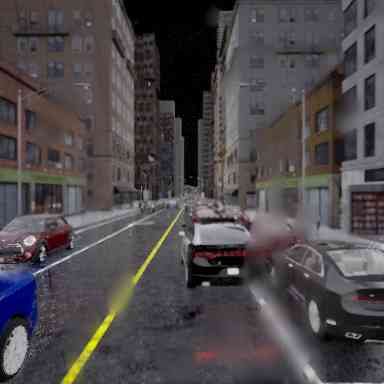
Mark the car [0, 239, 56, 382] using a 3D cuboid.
[{"bbox_3d":[-3.102,1.506,2.674,1.882,1.535,5.008,0,-1,0],"label":"car"}]

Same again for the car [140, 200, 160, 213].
[{"bbox_3d":[-5.818,1.923,45.084,1.967,1.590,4.097,-1,-1,0],"label":"car"}]

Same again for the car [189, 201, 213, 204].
[{"bbox_3d":[0.875,1.749,25.659,1.882,1.535,5.008,0,-1,0],"label":"car"}]

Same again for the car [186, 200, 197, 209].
[{"bbox_3d":[-0.059,2.156,60.228,1.837,1.490,4.892,0,-1,0],"label":"car"}]

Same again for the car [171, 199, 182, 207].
[{"bbox_3d":[-3.064,2.119,65.657,1.994,1.385,4.181,0,-1,0],"label":"car"}]

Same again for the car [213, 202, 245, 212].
[{"bbox_3d":[2.729,1.684,23.074,1.967,1.590,4.097,-1,-1,0],"label":"car"}]

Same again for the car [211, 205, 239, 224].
[{"bbox_3d":[2.725,1.848,28.578,1.887,1.381,4.507,-1,-1,0],"label":"car"}]

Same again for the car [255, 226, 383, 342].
[{"bbox_3d":[2.747,1.620,6.558,2.008,1.369,4.403,-1,-1,0],"label":"car"}]

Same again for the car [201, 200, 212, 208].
[{"bbox_3d":[2.692,2.212,61.607,1.887,1.381,4.507,-1,-1,0],"label":"car"}]

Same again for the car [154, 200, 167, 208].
[{"bbox_3d":[-5.833,2.212,61.598,1.887,1.381,4.507,-1,-1,0],"label":"car"}]

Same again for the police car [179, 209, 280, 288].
[{"bbox_3d":[0.675,1.526,9.709,1.930,1.638,5.238,0,-1,-5],"label":"police car"}]

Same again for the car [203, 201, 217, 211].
[{"bbox_3d":[2.703,2.089,50.596,1.887,1.381,4.507,-1,-1,0],"label":"car"}]

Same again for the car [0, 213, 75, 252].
[{"bbox_3d":[-5.785,1.567,12.056,1.967,1.590,4.097,-1,-1,0],"label":"car"}]

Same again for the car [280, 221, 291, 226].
[{"bbox_3d":[2.741,1.672,12.063,1.887,1.381,4.507,-1,-1,0],"label":"car"}]

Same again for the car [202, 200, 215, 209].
[{"bbox_3d":[2.697,2.150,56.102,1.887,1.381,4.507,-1,-1,0],"label":"car"}]

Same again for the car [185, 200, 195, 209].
[{"bbox_3d":[-0.022,2.010,48.319,2.128,1.511,4.902,0,-1,0],"label":"car"}]

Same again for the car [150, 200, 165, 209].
[{"bbox_3d":[-5.828,2.156,56.093,2.008,1.369,4.403,-1,-1,0],"label":"car"}]

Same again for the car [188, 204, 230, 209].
[{"bbox_3d":[0.881,1.685,19.659,1.882,1.535,5.008,0,-1,0],"label":"car"}]

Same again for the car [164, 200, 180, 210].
[{"bbox_3d":[-3.106,2.104,53.664,1.812,1.442,4.674,0,-1,0],"label":"car"}]

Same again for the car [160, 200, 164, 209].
[{"bbox_3d":[-5.822,2.110,50.588,1.947,1.339,4.313,-1,-1,0],"label":"car"}]
